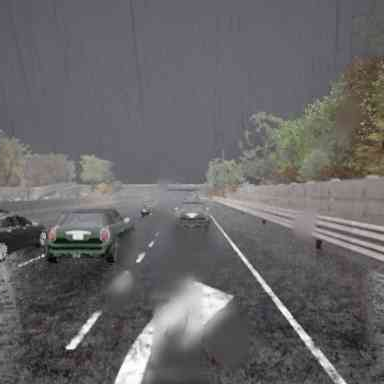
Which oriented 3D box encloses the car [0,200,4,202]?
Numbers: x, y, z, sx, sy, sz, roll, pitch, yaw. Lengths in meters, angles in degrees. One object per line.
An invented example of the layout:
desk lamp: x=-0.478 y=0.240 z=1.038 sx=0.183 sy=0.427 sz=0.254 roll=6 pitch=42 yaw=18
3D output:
car: x=-24.568 y=1.653 z=44.017 sx=1.895 sy=1.301 sz=4.718 roll=0 pitch=0 yaw=0

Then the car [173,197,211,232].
car: x=-0.001 y=1.360 z=20.469 sx=2.097 sy=1.767 sz=4.553 roll=0 pitch=0 yaw=0

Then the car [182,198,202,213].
car: x=-0.003 y=1.530 z=38.073 sx=2.128 sy=1.511 sz=4.902 roll=0 pitch=0 yaw=0

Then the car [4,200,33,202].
car: x=-21.077 y=1.647 z=41.809 sx=1.895 sy=1.301 sz=4.718 roll=0 pitch=0 yaw=0

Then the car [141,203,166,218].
car: x=-3.402 y=1.623 z=30.263 sx=1.895 sy=1.301 sz=4.718 roll=0 pitch=0 yaw=0

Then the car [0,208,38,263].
car: x=-6.902 y=1.507 z=11.941 sx=1.837 sy=1.490 sz=4.892 roll=0 pitch=0 yaw=0

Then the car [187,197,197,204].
car: x=0.001 y=1.726 z=69.072 sx=1.895 sy=1.301 sz=4.718 roll=0 pitch=0 yaw=0

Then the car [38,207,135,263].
car: x=-3.402 y=1.354 z=12.064 sx=2.097 sy=1.767 sz=4.553 roll=0 pitch=0 yaw=0

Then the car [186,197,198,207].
car: x=-0.003 y=1.602 z=52.398 sx=1.812 sy=1.442 sz=4.674 roll=0 pitch=0 yaw=0
